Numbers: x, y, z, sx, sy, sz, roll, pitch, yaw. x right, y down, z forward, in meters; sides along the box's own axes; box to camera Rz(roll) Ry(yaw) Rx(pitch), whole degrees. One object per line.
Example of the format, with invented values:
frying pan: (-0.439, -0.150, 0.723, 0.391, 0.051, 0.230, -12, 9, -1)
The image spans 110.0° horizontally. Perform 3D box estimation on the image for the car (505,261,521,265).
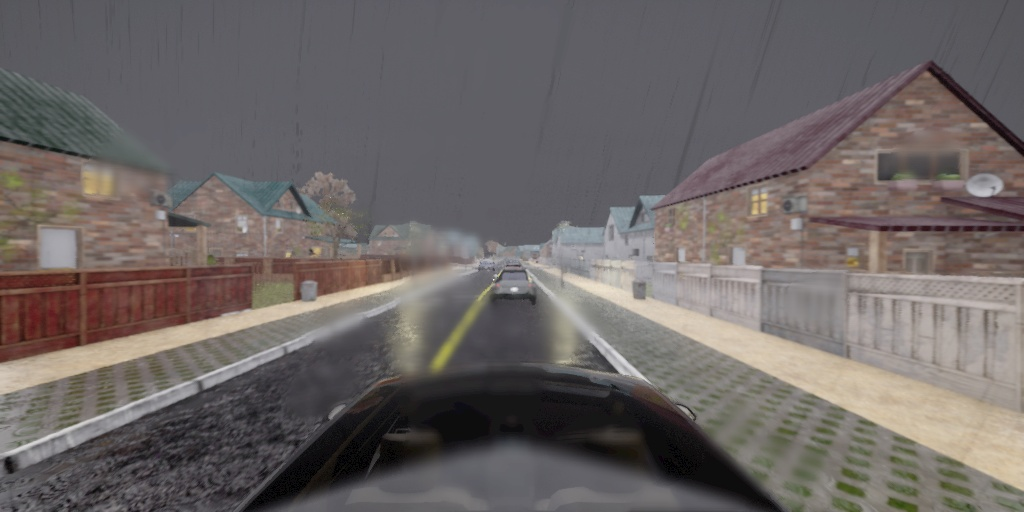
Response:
car: (0.110, 1.207, 33.377, 2.128, 1.511, 4.902, 0, 0, 0)

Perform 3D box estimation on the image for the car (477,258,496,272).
car: (-2.739, 0.953, 40.184, 1.812, 1.442, 4.674, 0, 0, 0)

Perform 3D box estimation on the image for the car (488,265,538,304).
car: (0.103, 1.297, 16.213, 1.994, 1.385, 4.181, 0, 0, 0)
